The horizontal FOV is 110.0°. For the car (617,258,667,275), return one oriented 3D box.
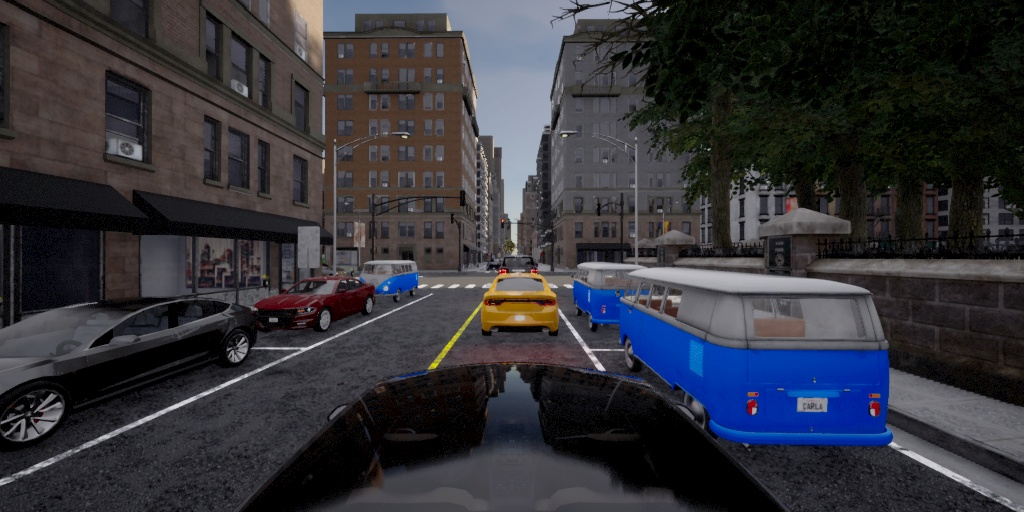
[{"bbox_3d":[13.863,1.093,38.411,4.553,1.767,2.097,0,0,0],"label":"car"}]

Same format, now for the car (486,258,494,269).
[{"bbox_3d":[-2.295,1.085,49.659,2.097,1.767,4.553,0,0,2],"label":"car"}]

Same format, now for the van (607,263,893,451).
[{"bbox_3d":[2.716,1.090,5.049,1.690,1.789,3.998,0,0,1],"label":"van"}]

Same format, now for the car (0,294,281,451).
[{"bbox_3d":[-5.807,1.315,5.209,1.948,1.339,4.313,0,0,1],"label":"car"}]

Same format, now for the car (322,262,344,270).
[{"bbox_3d":[-16.190,1.279,28.656,5.357,1.411,2.033,0,0,1],"label":"car"}]

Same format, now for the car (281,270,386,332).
[{"bbox_3d":[-5.693,1.294,10.868,1.888,1.381,4.507,0,0,1],"label":"car"}]

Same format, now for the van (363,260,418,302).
[{"bbox_3d":[-5.579,1.087,16.527,1.690,1.789,3.998,0,0,1],"label":"van"}]

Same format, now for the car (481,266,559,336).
[{"bbox_3d":[0.227,1.226,10.453,1.882,1.535,5.008,0,0,1],"label":"car"}]

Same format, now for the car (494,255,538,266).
[{"bbox_3d":[0.334,0.965,20.409,2.150,2.045,5.566,0,0,0],"label":"car"}]

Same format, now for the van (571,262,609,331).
[{"bbox_3d":[2.831,1.089,10.705,1.690,1.789,3.998,0,0,1],"label":"van"}]
